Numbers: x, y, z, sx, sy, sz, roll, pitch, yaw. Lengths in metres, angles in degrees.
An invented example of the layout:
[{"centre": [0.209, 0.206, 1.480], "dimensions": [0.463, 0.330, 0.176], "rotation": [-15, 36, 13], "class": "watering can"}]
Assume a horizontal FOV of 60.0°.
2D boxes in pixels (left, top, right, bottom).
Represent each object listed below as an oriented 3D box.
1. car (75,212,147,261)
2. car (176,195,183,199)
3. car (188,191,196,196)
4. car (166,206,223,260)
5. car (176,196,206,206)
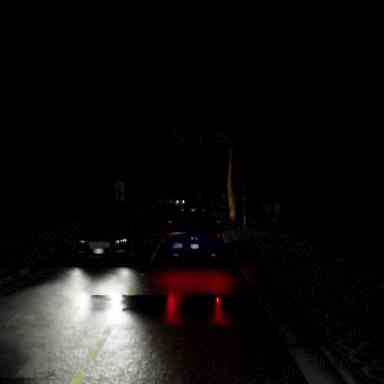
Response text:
[{"centre": [-2.849, 1.540, 12.595], "dimensions": [2.128, 1.511, 4.902], "rotation": [0, 0, 0], "class": "car"}, {"centre": [-2.762, 1.340, 80.034], "dimensions": [1.812, 1.442, 4.674], "rotation": [0, 1, 0], "class": "car"}, {"centre": [-0.013, 0.975, 85.668], "dimensions": [2.150, 2.045, 5.566], "rotation": [0, 1, 0], "class": "car"}, {"centre": [0.088, 1.527, 12.698], "dimensions": [1.882, 1.535, 5.008], "rotation": [0, 0, 0], "class": "car"}, {"centre": [0.084, 1.420, 26.828], "dimensions": [2.097, 1.767, 4.553], "rotation": [0, 0, 0], "class": "car"}]
